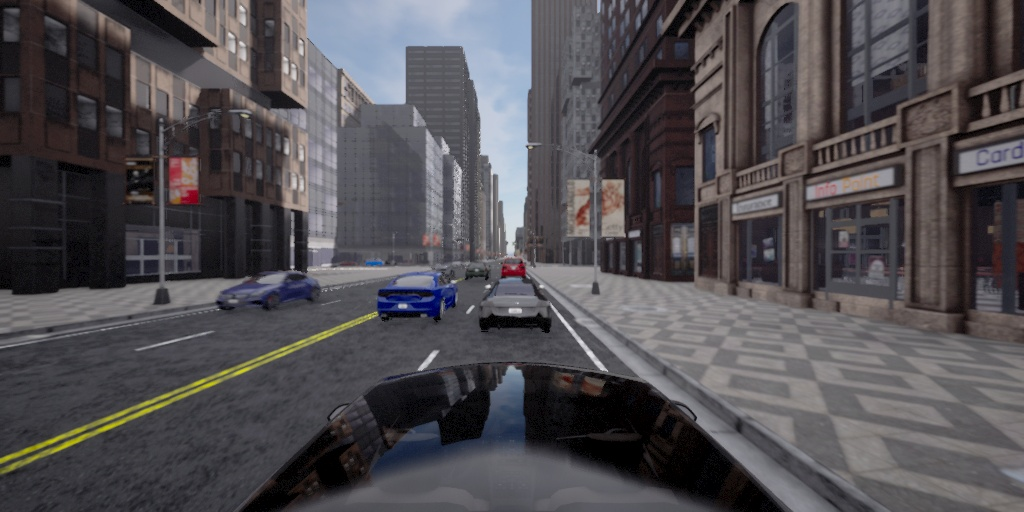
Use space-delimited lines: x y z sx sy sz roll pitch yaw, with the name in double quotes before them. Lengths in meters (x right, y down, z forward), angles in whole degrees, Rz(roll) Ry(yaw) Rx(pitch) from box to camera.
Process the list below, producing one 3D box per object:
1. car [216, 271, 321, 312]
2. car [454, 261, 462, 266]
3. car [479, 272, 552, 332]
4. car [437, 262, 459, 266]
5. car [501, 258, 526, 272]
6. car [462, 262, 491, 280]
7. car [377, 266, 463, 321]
"car" -9.834 1.362 14.984 1.812 1.442 4.674 0 0 0
"car" -9.705 1.658 63.564 1.812 1.442 4.674 0 0 1
"car" 0.093 1.376 11.143 1.994 1.385 4.181 0 0 0
"car" -6.555 1.518 33.943 1.994 1.385 4.181 0 0 0
"car" 0.139 1.172 33.310 2.150 2.045 5.566 0 0 0
"car" -3.112 1.307 33.976 2.097 1.767 4.553 0 0 0
"car" -3.150 1.301 12.851 1.882 1.535 5.008 0 0 0
